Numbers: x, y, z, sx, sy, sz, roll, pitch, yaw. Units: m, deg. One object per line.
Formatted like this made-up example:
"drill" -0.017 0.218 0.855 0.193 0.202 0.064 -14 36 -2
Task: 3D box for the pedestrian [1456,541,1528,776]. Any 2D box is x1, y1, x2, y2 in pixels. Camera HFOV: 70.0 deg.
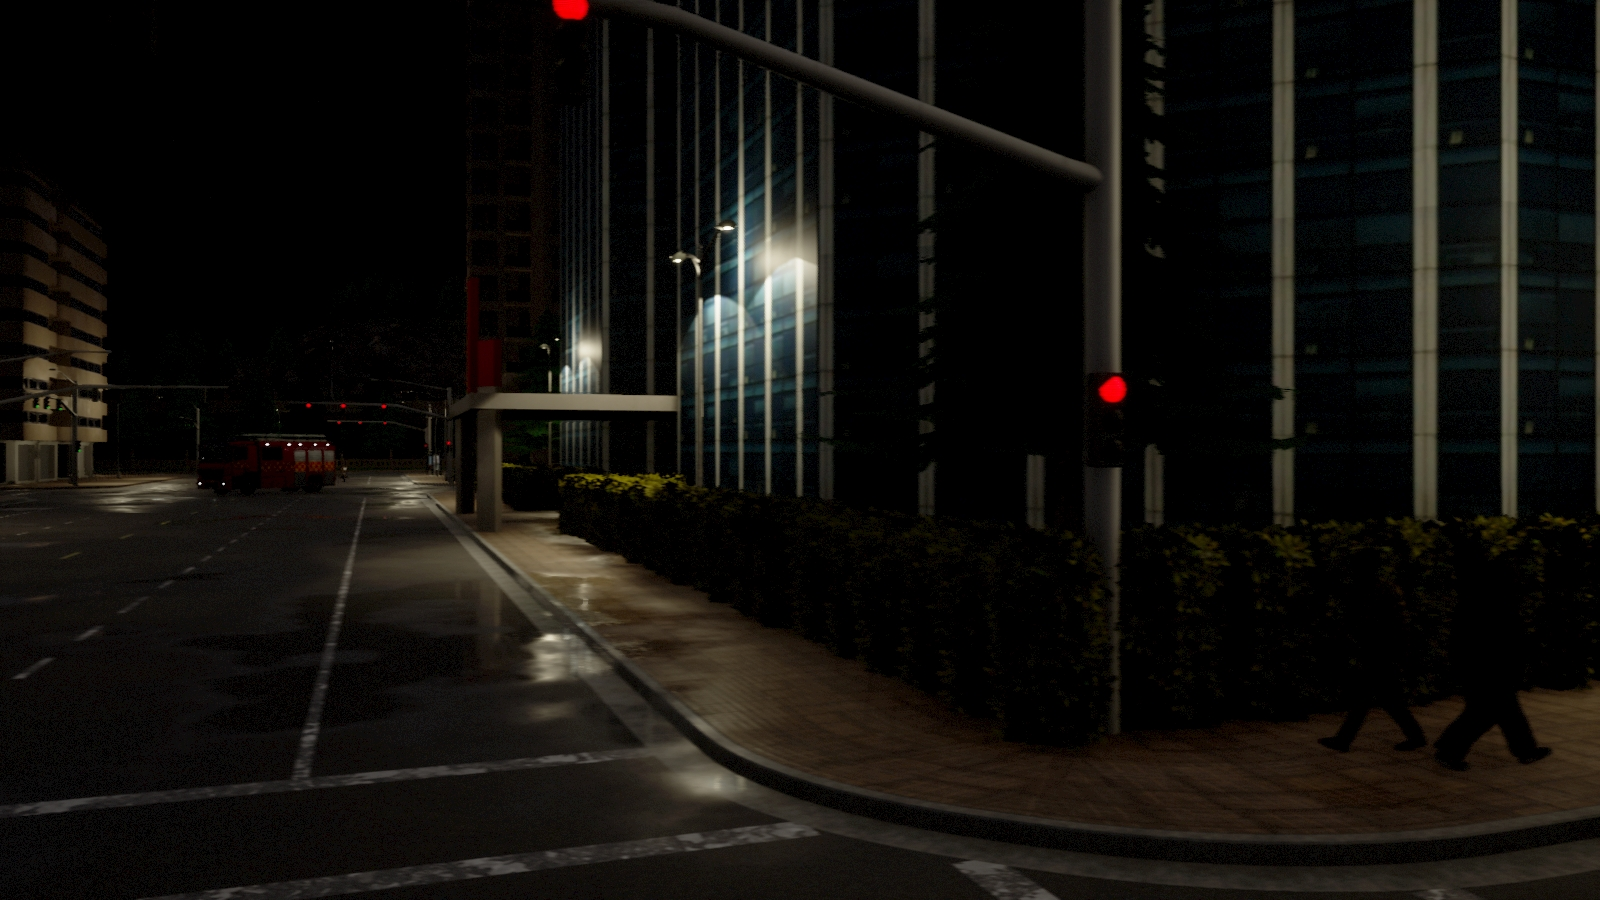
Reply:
"pedestrian" 5.699 1.698 9.417 0.375 1.860 0.375 0 0 3

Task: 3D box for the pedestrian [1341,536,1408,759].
"pedestrian" 4.985 1.697 9.925 0.375 1.860 0.375 0 0 -6
